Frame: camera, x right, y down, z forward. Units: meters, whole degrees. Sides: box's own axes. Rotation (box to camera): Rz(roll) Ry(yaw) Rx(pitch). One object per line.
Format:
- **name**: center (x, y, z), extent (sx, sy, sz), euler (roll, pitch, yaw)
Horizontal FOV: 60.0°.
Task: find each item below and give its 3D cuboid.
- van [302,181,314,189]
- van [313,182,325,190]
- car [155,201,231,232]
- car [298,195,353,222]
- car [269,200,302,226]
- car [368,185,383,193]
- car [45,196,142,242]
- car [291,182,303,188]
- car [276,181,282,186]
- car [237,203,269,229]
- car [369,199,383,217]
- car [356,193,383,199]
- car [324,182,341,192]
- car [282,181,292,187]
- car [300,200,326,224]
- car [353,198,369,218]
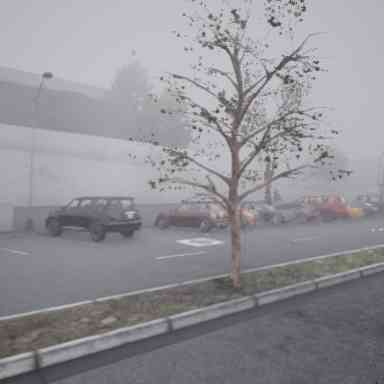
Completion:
- **van**: center (29.041, -1.594, 80.630), extent (1.878, 1.987, 4.442), euler (7, 3, 35)
- **van**: center (30.767, -1.321, 78.157), extent (1.878, 1.987, 4.442), euler (7, 3, 35)
- **car**: center (-0.056, 1.372, 20.125), extent (4.553, 1.767, 2.185), euler (-1, -1, 35)
- **car**: center (9.677, 1.288, 27.119), extent (5.566, 2.045, 2.435), euler (-1, -1, 35)
- **car**: center (4.808, 1.517, 23.630), extent (4.892, 1.521, 2.231), euler (-1, -1, 35)
- **car**: center (37.727, -0.256, 68.402), extent (2.435, 2.045, 5.566), euler (7, 3, 35)
- **car**: center (-4.999, 1.239, 16.678), extent (5.566, 2.045, 2.435), euler (-1, 0, 35)
- **car**: center (27.469, -1.641, 83.363), extent (1.946, 1.575, 5.366), euler (7, 3, 35)
- **car**: center (23.900, -2.146, 88.149), extent (2.002, 1.452, 4.674), euler (7, 3, 35)
- **car**: center (2.341, 1.380, 21.907), extent (4.553, 1.767, 2.185), euler (-1, -1, 35)
- **car**: center (14.605, 1.605, 30.569), extent (4.674, 1.452, 2.002), euler (-1, -1, 35)
- **car**: center (17.034, 1.327, 32.325), extent (5.566, 2.045, 2.435), euler (-1, -1, 35)
- **car**: center (32.524, -0.822, 75.792), extent (2.231, 1.521, 4.892), euler (7, 3, 35)
- **car**: center (25.640, -1.872, 85.685), extent (2.002, 1.452, 4.674), euler (7, 3, 35)
- **car**: center (7.230, 1.556, 25.375), extent (4.792, 1.488, 2.163), euler (-1, -1, 35)
- **car**: center (11.997, 1.551, 28.944), extent (5.366, 1.575, 1.946), euler (-1, -1, 35)
